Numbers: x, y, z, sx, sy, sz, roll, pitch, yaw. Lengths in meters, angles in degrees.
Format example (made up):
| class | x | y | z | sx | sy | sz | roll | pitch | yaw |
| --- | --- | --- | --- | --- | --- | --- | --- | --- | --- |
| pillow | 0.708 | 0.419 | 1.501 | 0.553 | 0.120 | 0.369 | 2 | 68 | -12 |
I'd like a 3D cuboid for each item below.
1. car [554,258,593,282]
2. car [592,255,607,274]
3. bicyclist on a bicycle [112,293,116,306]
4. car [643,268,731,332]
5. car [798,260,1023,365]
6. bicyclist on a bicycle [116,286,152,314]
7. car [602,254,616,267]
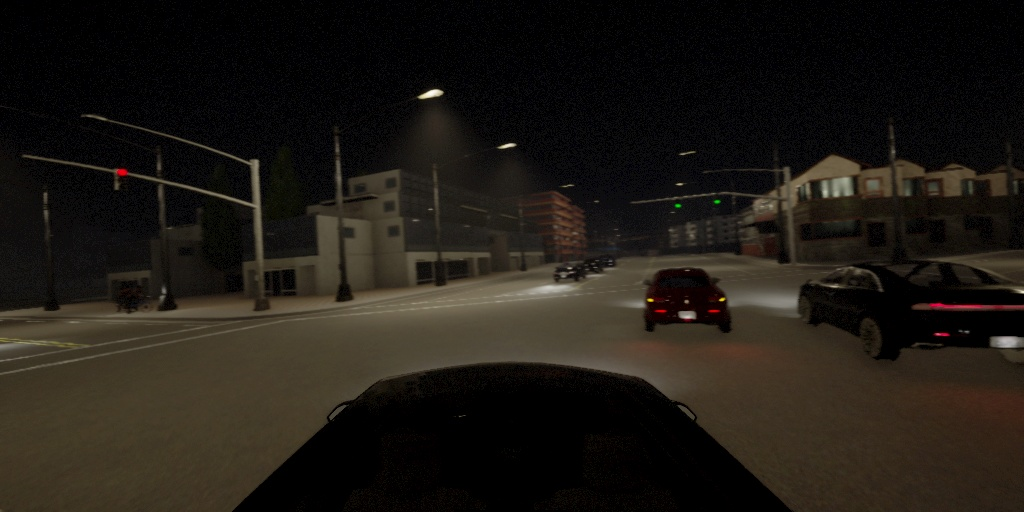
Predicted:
| class | x | y | z | sx | sy | sz | roll | pitch | yaw |
| --- | --- | --- | --- | --- | --- | --- | --- | --- | --- |
| car | 4.740 | 1.197 | 28.794 | 2.128 | 1.511 | 4.902 | -4 | 0 | 23 |
| car | 8.336 | 1.013 | 37.409 | 1.837 | 1.490 | 4.892 | -4 | 0 | 23 |
| bicyclist on a bicycle | -24.279 | 2.669 | 22.568 | 1.656 | 1.620 | 0.582 | 21 | 14 | -4 |
| car | 4.626 | 1.059 | 9.797 | 1.812 | 1.442 | 4.674 | -4 | -1 | 23 |
| car | 7.125 | 0.836 | 6.739 | 2.128 | 1.511 | 4.902 | -4 | -1 | 23 |
| bicyclist on a bicycle | -22.621 | 2.664 | 21.680 | 1.656 | 1.620 | 0.582 | -3 | -1 | 0 |
| car | 12.186 | 0.536 | 46.577 | 2.097 | 1.767 | 4.553 | -4 | 1 | 23 |
